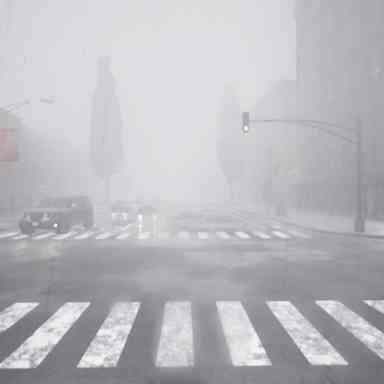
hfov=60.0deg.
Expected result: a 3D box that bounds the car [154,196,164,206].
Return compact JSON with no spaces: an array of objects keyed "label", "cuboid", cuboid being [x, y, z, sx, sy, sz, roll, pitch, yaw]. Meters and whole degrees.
[{"label":"car","cuboid":[-5.650,1.372,54.529,2.097,1.767,4.553,0,0,-3]}]

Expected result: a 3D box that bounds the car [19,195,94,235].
[{"label":"car","cuboid":[-7.474,1.209,19.085,2.150,2.045,5.566,-1,0,5]}]

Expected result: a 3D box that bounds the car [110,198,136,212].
[{"label":"car","cuboid":[-8.045,1.556,38.332,2.033,1.411,5.357,0,0,-3]}]

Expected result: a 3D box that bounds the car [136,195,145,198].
[{"label":"car","cuboid":[-9.120,1.378,59.192,2.097,1.767,4.553,0,0,-3]}]

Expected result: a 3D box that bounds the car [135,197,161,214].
[{"label":"car","cuboid":[-4.644,1.533,35.736,1.812,1.442,4.674,0,0,-3]}]
